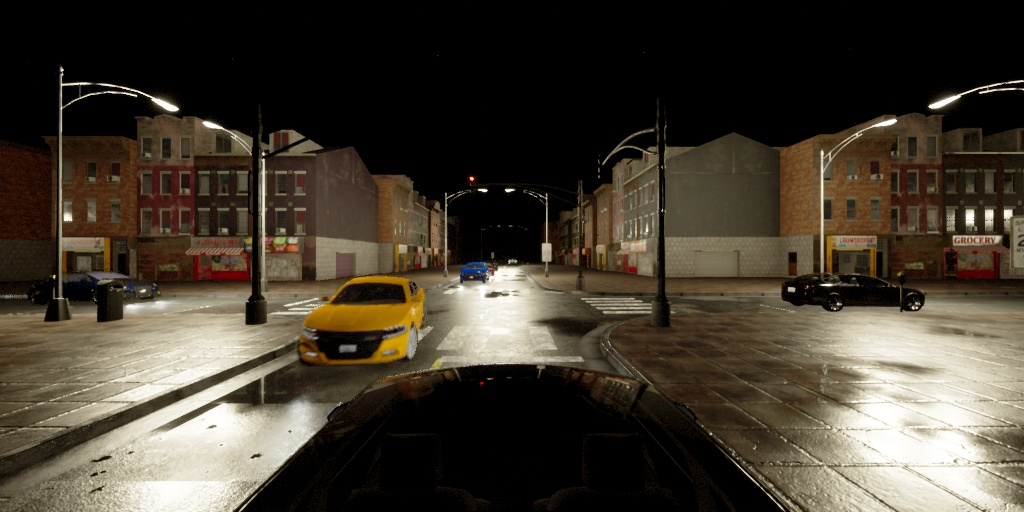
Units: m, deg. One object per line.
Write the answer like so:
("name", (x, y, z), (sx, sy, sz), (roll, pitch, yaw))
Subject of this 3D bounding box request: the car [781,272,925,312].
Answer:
("car", (12.359, 1.266, 13.176), (4.313, 1.339, 1.948), (0, 0, 0))

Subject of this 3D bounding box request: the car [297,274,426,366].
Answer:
("car", (-3.069, 1.226, 8.289), (1.882, 1.535, 5.008), (1, 0, -9))

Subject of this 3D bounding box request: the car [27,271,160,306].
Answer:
("car", (-18.216, 1.369, 15.755), (4.181, 1.385, 1.994), (0, 0, 0))

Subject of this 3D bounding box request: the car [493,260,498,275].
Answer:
("car", (-2.832, 1.332, 37.871), (1.994, 1.385, 4.181), (0, 0, 0))

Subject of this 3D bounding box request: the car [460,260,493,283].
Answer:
("car", (-2.822, 1.238, 27.920), (1.882, 1.535, 5.008), (0, 0, 1))
